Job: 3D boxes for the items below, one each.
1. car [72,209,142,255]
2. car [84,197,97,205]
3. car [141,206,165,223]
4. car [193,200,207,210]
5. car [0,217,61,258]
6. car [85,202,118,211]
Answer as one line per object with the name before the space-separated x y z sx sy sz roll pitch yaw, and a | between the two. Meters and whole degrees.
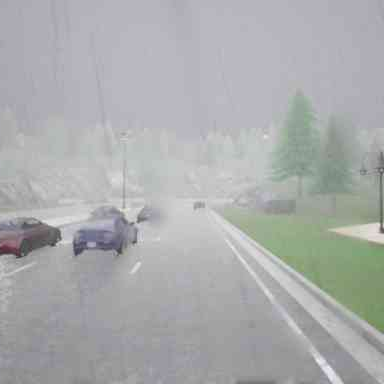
car | -3.472 1.679 13.876 1.812 1.442 4.674 0 0 1
car | -24.814 2.118 80.368 2.097 1.767 4.553 0 -1 -13
car | -3.473 1.879 28.490 1.994 1.385 4.181 0 -1 0
car | 1.228 2.083 52.477 1.837 1.490 4.892 0 -1 0
car | -6.976 1.714 13.472 1.994 1.385 4.181 0 -1 1
car | -6.988 1.851 27.489 2.033 1.411 5.357 0 -1 0
